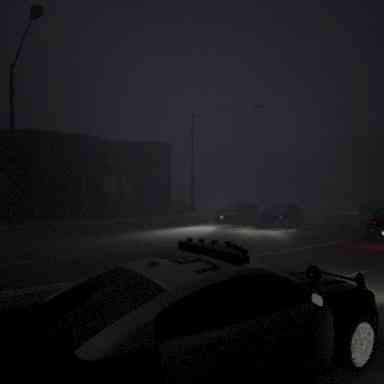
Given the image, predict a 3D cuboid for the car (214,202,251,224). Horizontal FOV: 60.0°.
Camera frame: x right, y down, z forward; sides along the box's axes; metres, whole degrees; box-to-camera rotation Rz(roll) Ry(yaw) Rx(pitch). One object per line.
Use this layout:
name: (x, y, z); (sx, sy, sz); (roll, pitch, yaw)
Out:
car: (3.508, 1.493, 25.087); (2.128, 1.511, 4.902); (0, 0, 36)

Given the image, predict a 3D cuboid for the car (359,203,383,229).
car: (9.974, 1.507, 16.231); (1.837, 1.490, 4.892); (0, 1, 42)

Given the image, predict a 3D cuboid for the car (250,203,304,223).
car: (6.112, 1.477, 22.696); (1.882, 1.535, 5.008); (0, 0, 36)

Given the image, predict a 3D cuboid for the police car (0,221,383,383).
police car: (0.355, 1.425, 3.997); (5.238, 1.638, 1.930); (0, 0, -36)

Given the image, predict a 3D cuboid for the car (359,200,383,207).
car: (17.658, 1.507, 32.085); (1.837, 1.490, 4.892); (0, 1, 11)
